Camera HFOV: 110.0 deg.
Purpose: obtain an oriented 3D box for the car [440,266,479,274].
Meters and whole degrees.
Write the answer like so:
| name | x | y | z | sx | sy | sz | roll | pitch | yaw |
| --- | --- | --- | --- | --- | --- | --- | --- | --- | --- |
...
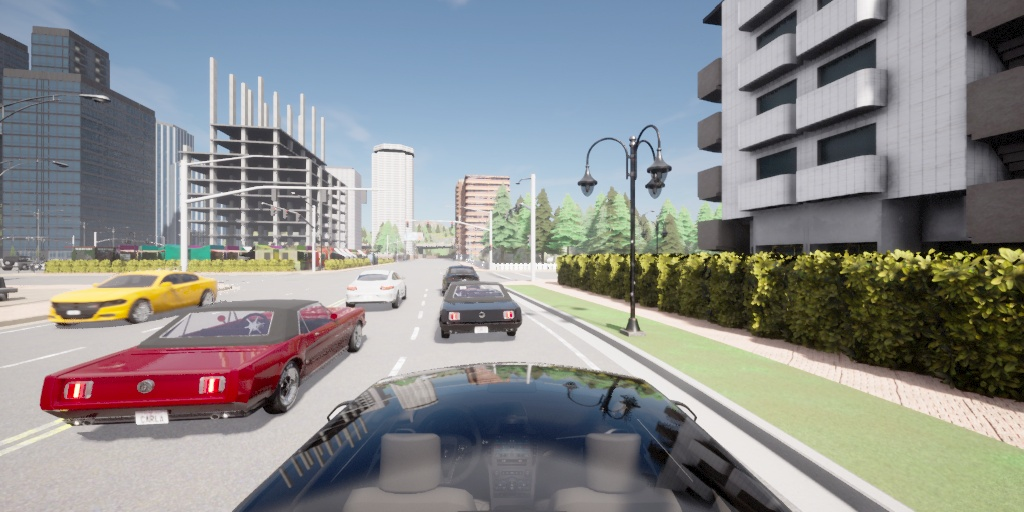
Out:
| name | x | y | z | sx | sy | sz | roll | pitch | yaw |
| --- | --- | --- | --- | --- | --- | --- | --- | --- | --- |
| car | -2.788 | 1.255 | 19.248 | 1.837 | 1.490 | 4.892 | 0 | 0 | -12 |

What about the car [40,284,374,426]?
| name | x | y | z | sx | sy | sz | roll | pitch | yaw |
| --- | --- | --- | --- | --- | --- | --- | --- | --- | --- |
| car | -3.909 | 1.351 | 5.846 | 1.895 | 1.301 | 4.718 | 0 | 0 | -7 |

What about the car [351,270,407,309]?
| name | x | y | z | sx | sy | sz | roll | pitch | yaw |
| --- | --- | --- | --- | --- | --- | --- | --- | --- | --- |
| car | -5.447 | 1.276 | 14.730 | 1.812 | 1.442 | 4.674 | 0 | 0 | -11 |

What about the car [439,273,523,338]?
| name | x | y | z | sx | sy | sz | roll | pitch | yaw |
| --- | --- | --- | --- | --- | --- | --- | --- | --- | --- |
| car | -1.038 | 1.351 | 10.157 | 1.895 | 1.301 | 4.718 | 0 | 0 | -9 |

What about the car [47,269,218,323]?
| name | x | y | z | sx | sy | sz | roll | pitch | yaw |
| --- | --- | --- | --- | --- | --- | --- | --- | --- | --- |
| car | -12.108 | 1.227 | 11.955 | 1.882 | 1.535 | 5.008 | 0 | 0 | -11 |
